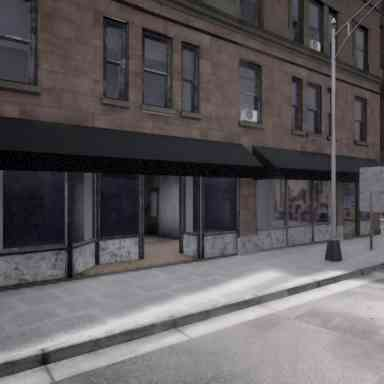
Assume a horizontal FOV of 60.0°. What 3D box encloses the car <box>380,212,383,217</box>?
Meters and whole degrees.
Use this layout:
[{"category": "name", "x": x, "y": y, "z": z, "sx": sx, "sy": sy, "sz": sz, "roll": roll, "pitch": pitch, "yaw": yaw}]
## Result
[{"category": "car", "x": 15.565, "y": 1.139, "z": 28.542, "sx": 2.097, "sy": 1.767, "sz": 4.553, "roll": 0, "pitch": 1, "yaw": -35}]
